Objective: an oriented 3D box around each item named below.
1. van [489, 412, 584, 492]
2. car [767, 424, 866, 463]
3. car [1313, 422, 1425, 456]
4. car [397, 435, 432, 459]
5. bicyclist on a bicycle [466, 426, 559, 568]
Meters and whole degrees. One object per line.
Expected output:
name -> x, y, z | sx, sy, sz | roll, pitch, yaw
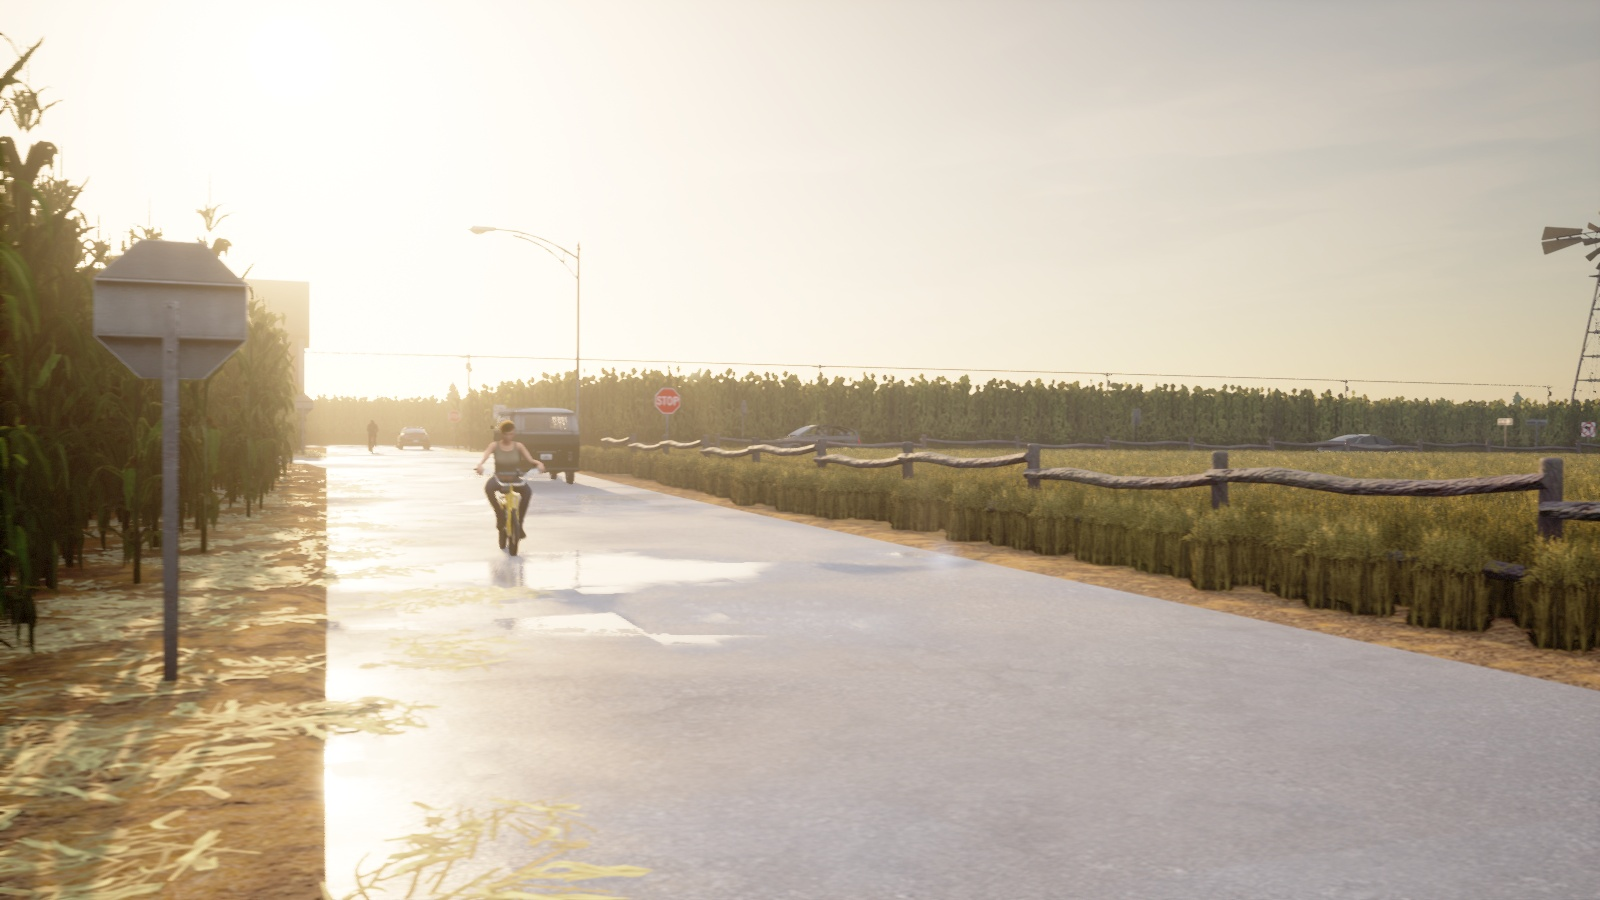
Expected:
van -> -7.077, 0.003, 33.441 | 1.775, 1.987, 4.442 | -1, 1, -21
car -> 0.675, -0.288, 52.341 | 3.705, 1.549, 1.789 | -1, 1, -20
car -> 26.575, -0.527, 58.673 | 4.892, 1.490, 1.837 | -1, 1, -20
car -> -24.517, -0.224, 79.697 | 1.812, 1.442, 4.674 | -1, 1, -21
bicyclist on a bicycle -> -3.493, 0.521, 15.170 | 0.866, 1.612, 1.509 | -1, 1, -21
